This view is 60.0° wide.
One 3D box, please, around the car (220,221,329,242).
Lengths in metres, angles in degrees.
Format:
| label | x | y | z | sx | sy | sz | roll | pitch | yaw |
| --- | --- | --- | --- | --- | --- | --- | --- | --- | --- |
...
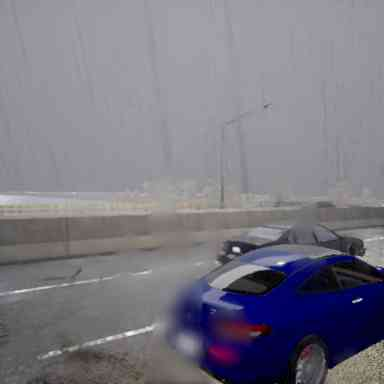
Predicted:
| label | x | y | z | sx | sy | sz | roll | pitch | yaw |
| --- | --- | --- | --- | --- | --- | --- | --- | --- | --- |
| car | 3.243 | 1.614 | 10.350 | 5.357 | 1.411 | 2.033 | 1 | 0 | -35 |

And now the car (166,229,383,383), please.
| label | x | y | z | sx | sy | sz | roll | pitch | yaw |
| --- | --- | --- | --- | --- | --- | --- | --- | --- | --- |
| car | 1.828 | 1.559 | 5.095 | 4.674 | 1.442 | 1.812 | 0 | 0 | -35 |

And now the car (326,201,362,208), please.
| label | x | y | z | sx | sy | sz | roll | pitch | yaw |
| --- | --- | --- | --- | --- | --- | --- | --- | --- | --- |
| car | 17.746 | 1.904 | 37.684 | 4.718 | 1.301 | 1.895 | 1 | 0 | -34 |

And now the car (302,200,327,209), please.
| label | x | y | z | sx | sy | sz | roll | pitch | yaw |
| --- | --- | --- | --- | --- | --- | --- | --- | --- | --- |
| car | 15.477 | 1.778 | 40.369 | 5.008 | 1.535 | 1.882 | 1 | 0 | -34 |

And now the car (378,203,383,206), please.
| label | x | y | z | sx | sy | sz | roll | pitch | yaw |
| --- | --- | --- | --- | --- | --- | --- | --- | --- | --- |
| car | 21.689 | 1.815 | 36.128 | 4.902 | 1.511 | 2.128 | 1 | 0 | -34 |
